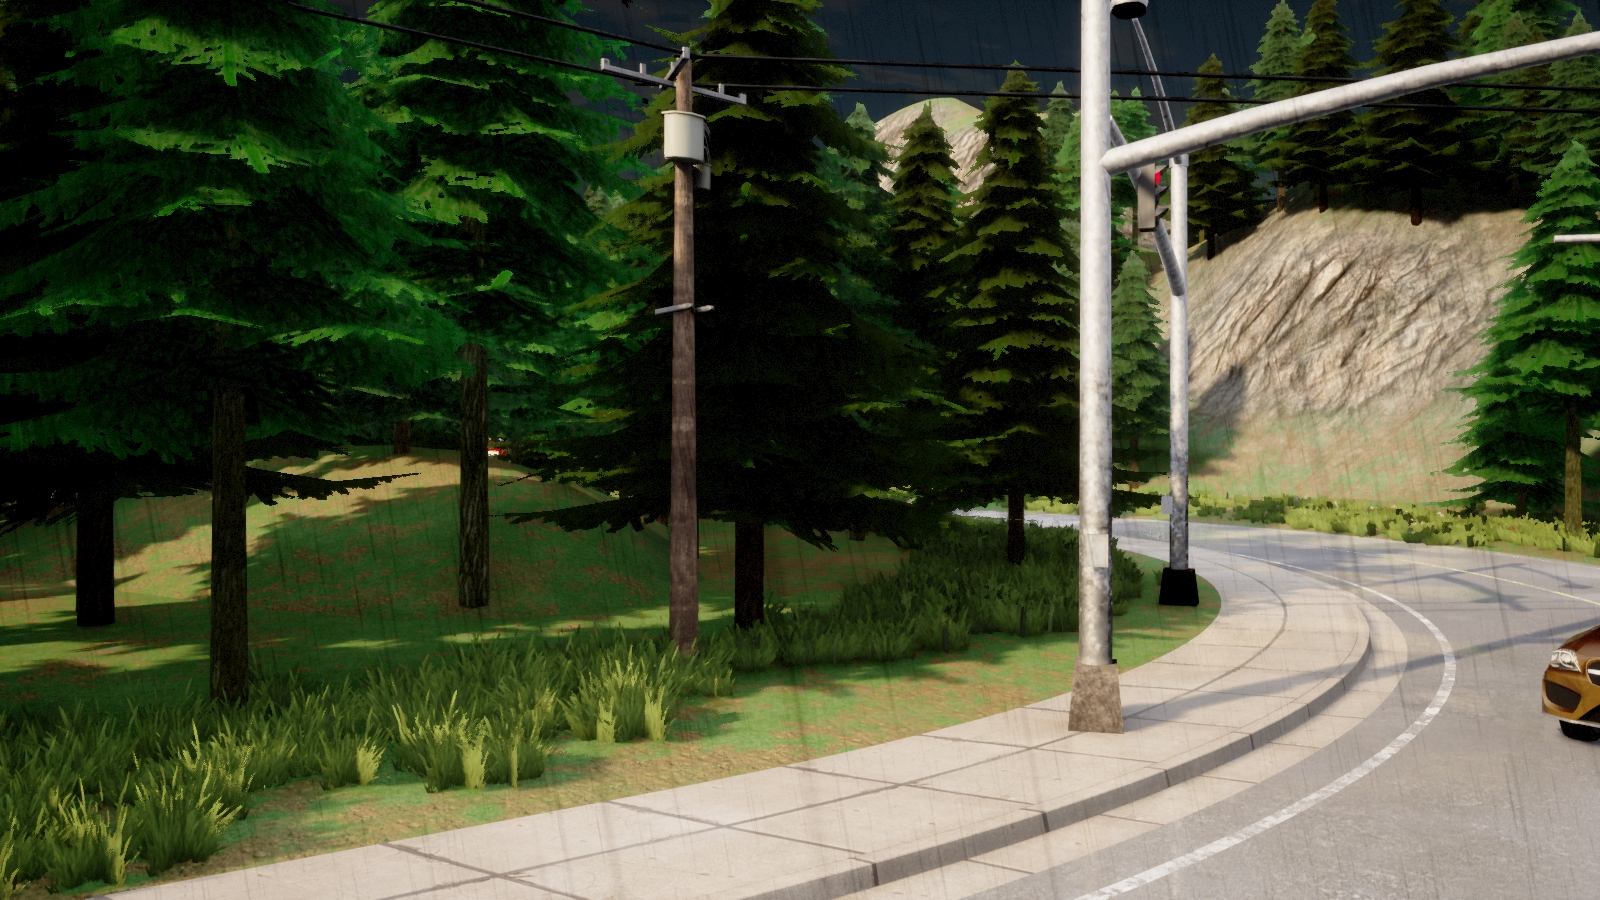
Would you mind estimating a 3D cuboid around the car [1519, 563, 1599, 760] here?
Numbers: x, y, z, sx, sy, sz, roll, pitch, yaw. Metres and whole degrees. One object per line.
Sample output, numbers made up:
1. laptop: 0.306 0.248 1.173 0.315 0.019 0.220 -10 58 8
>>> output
1. car: 9.577 1.970 11.147 5.027 1.651 2.152 0 0 -29
